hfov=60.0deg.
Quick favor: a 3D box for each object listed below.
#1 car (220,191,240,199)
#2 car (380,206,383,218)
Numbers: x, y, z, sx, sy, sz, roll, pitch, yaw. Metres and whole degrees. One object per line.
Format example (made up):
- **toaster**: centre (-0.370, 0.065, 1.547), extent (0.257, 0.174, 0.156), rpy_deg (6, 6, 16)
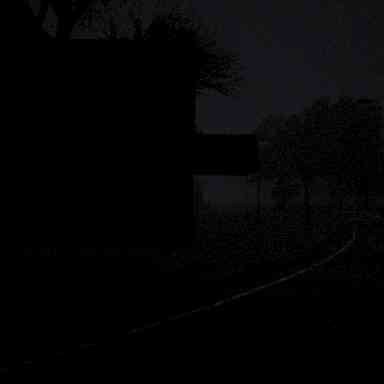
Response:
- **car**: centre (11.344, 1.250, 94.696), extent (4.674, 1.452, 2.002), rpy_deg (-1, 4, -22)
- **car**: centre (18.132, 1.686, 29.484), extent (2.128, 1.511, 4.902), rpy_deg (0, -1, 17)
